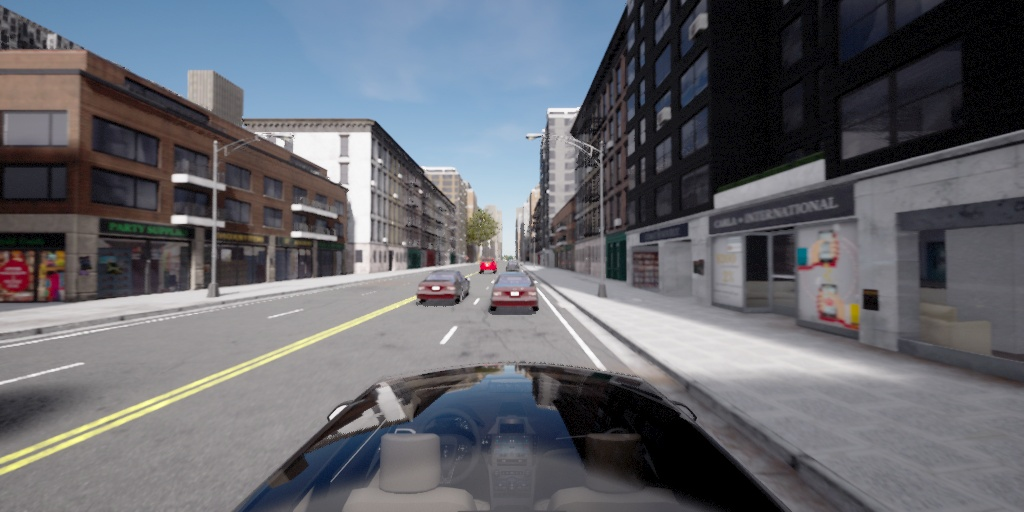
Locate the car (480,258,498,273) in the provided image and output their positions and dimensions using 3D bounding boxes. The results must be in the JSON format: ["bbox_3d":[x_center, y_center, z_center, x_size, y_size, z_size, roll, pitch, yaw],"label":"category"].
[{"bbox_3d":[-3.151,1.284,48.679,2.150,2.045,5.566,0,0,0],"label":"car"}]

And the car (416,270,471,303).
[{"bbox_3d":[-3.149,1.395,17.331,2.033,1.411,5.357,0,0,0],"label":"car"}]

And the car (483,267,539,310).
[{"bbox_3d":[0.097,1.381,15.050,2.033,1.411,5.357,0,0,0],"label":"car"}]

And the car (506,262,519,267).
[{"bbox_3d":[0.099,1.559,49.364,2.128,1.511,4.902,0,0,0],"label":"car"}]
